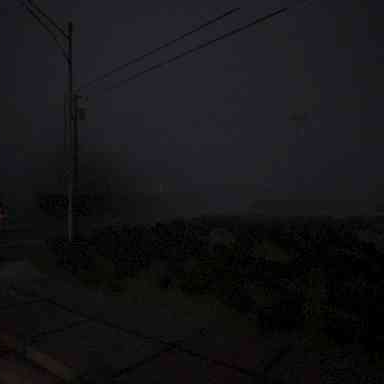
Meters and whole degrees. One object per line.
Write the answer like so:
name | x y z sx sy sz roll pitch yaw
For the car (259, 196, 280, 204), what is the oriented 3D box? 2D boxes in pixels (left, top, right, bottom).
car | 15.008 1.441 64.030 2.033 1.411 5.357 0 0 36

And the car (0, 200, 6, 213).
car | -22.487 1.633 38.050 2.128 1.511 4.902 0 0 -32

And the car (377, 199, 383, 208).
car | 23.181 1.563 39.365 1.812 1.442 4.674 0 0 35

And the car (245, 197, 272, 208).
car | 10.020 1.757 51.006 1.895 1.301 4.718 0 0 36

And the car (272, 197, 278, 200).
car | 13.338 1.663 55.676 1.837 1.490 4.892 0 0 36
